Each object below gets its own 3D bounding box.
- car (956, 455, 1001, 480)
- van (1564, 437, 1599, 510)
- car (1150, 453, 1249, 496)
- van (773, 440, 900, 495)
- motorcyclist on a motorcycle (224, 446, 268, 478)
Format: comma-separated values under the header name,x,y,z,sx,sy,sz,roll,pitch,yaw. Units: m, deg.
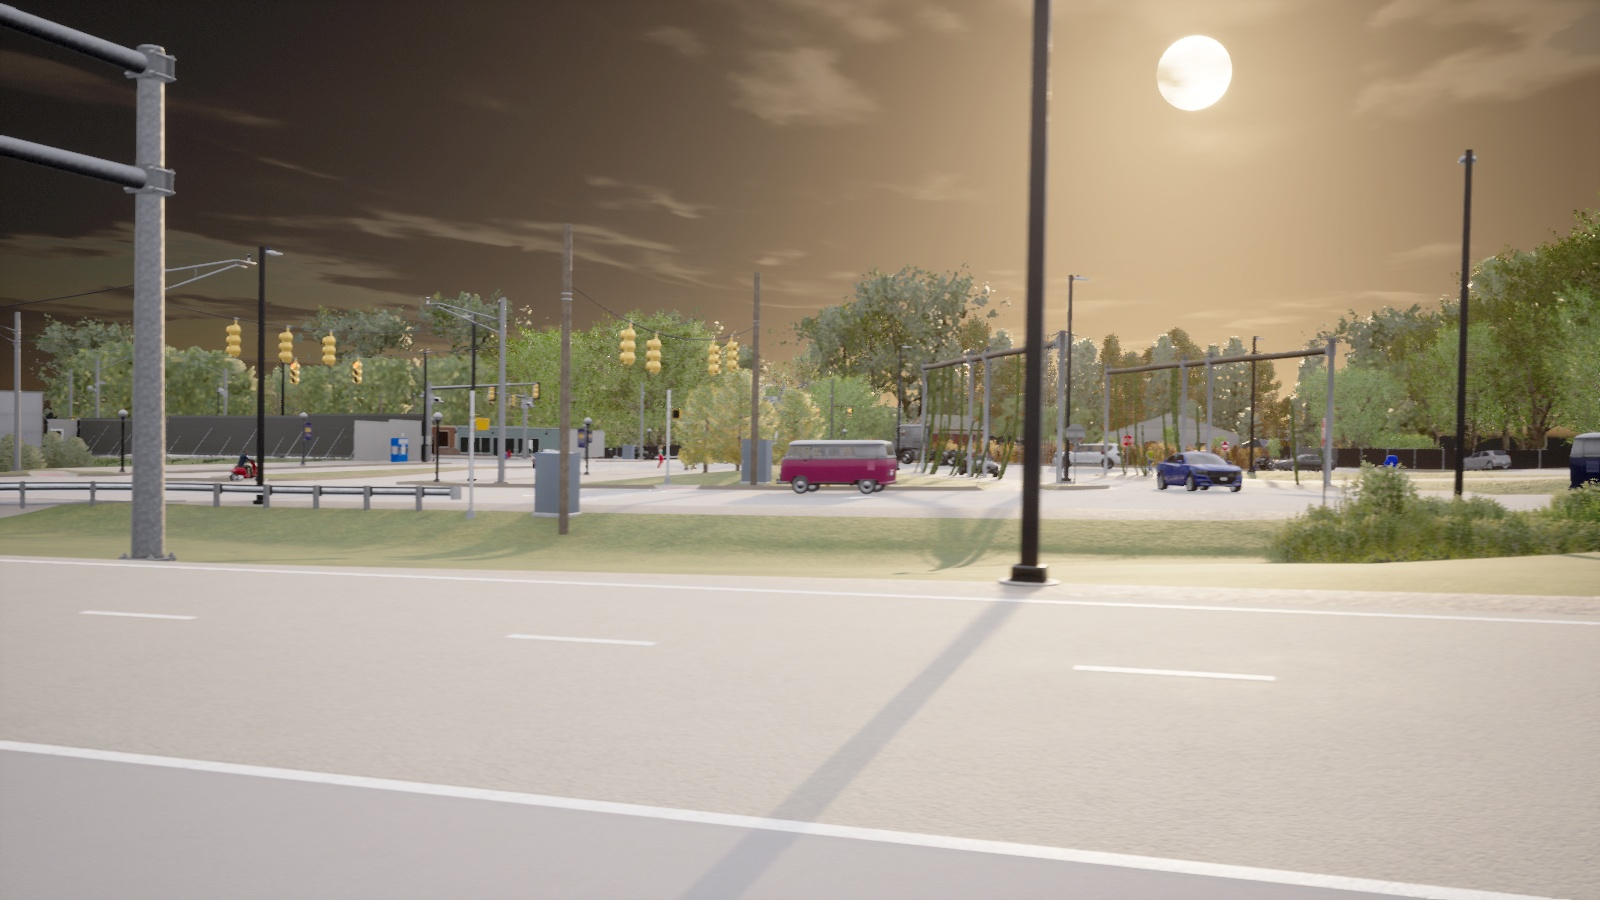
name,x,y,z,sx,sy,sz,roll,pitch,yaw
car,11.220,1.065,79.093,1.816,1.474,4.193,1,0,-6
van,23.791,0.630,34.718,4.442,1.987,1.775,-1,0,34
car,15.059,0.912,47.658,1.882,1.535,5.008,1,-1,-3
van,1.370,0.622,46.887,4.442,1.987,1.775,0,1,18
motorcyclist on a motorcycle,-28.086,0.618,63.691,0.866,1.590,1.817,-1,-2,37
